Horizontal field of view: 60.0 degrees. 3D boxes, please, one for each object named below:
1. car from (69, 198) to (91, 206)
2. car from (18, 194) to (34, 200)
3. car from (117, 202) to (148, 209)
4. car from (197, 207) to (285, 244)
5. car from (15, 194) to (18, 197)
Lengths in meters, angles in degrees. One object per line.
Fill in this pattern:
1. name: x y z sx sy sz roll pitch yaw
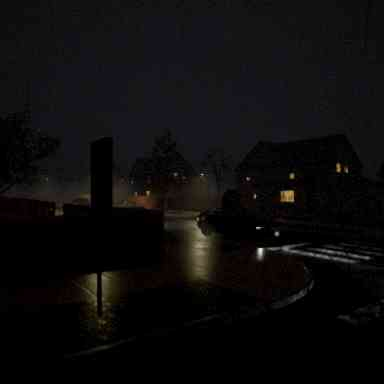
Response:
1. car: -11.647 1.407 35.204 1.812 1.442 4.674 0 0 -36
2. car: -37.557 1.289 75.930 2.033 1.411 5.357 0 0 -36
3. car: -4.534 1.496 25.332 1.994 1.385 4.181 0 0 -36
4. car: 2.183 1.477 15.969 2.128 1.511 4.902 0 1 -34
5. car: -43.658 1.132 84.377 1.812 1.442 4.674 0 0 -36
